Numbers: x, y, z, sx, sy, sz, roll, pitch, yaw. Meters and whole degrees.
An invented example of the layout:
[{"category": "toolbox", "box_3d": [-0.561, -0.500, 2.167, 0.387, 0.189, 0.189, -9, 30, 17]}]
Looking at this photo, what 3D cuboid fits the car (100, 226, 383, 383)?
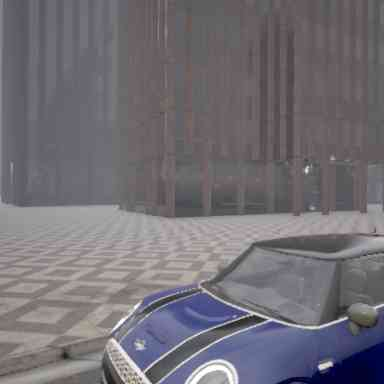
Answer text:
[{"category": "car", "box_3d": [1.316, 1.353, 3.885, 4.553, 1.767, 2.097, 0, 0, -31]}]
